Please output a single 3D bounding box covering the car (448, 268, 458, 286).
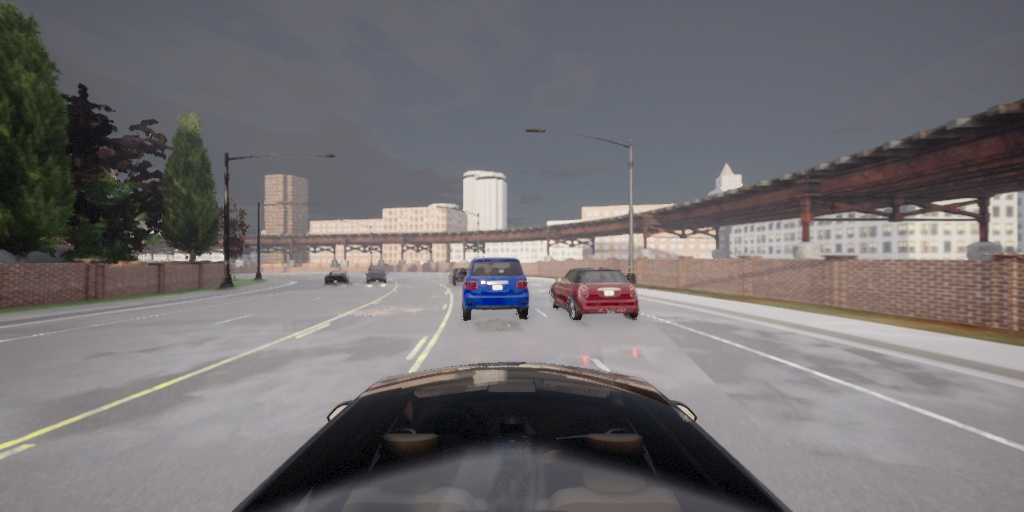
[{"bbox_3d":[-4.466,1.765,31.359,1.837,1.490,4.892,0,-1,-16],"label":"car"}]

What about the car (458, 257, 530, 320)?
[{"bbox_3d":[-0.725,1.086,13.374,2.150,2.045,5.566,0,-1,-6],"label":"car"}]

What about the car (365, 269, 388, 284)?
[{"bbox_3d":[-13.257,1.979,35.186,2.033,1.411,5.357,0,-1,-21],"label":"car"}]

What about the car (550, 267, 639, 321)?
[{"bbox_3d":[2.771,1.192,13.081,2.097,1.767,4.553,0,-1,-6],"label":"car"}]

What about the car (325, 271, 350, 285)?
[{"bbox_3d":[-16.713,2.058,34.426,1.895,1.301,4.718,0,-1,-21],"label":"car"}]
